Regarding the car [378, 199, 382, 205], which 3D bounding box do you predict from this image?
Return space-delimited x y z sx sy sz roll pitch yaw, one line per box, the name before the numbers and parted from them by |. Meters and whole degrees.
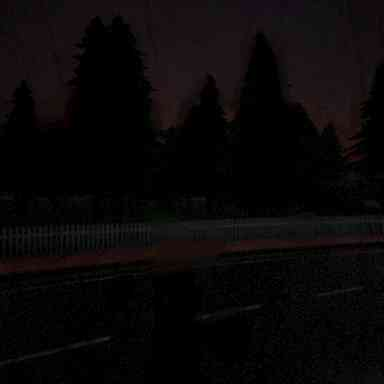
car | 31.454 1.406 52.436 2.150 2.045 5.566 0 0 4
